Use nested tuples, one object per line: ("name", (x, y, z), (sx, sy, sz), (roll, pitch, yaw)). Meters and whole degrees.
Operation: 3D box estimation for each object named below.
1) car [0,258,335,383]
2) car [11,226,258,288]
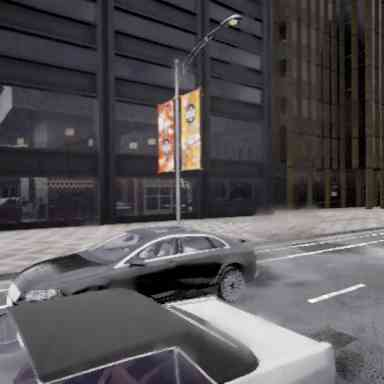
("car", (-1.096, 1.595, 2.429), (4.718, 1.301, 1.895), (0, 0, -35))
("car", (-0.834, 1.478, 6.598), (4.902, 1.511, 2.128), (0, 0, -35))
